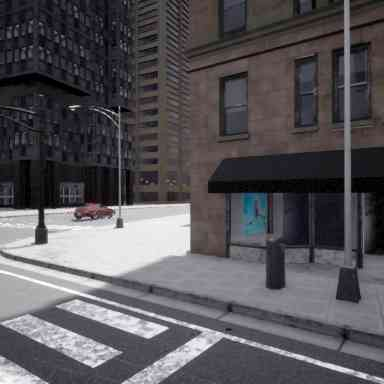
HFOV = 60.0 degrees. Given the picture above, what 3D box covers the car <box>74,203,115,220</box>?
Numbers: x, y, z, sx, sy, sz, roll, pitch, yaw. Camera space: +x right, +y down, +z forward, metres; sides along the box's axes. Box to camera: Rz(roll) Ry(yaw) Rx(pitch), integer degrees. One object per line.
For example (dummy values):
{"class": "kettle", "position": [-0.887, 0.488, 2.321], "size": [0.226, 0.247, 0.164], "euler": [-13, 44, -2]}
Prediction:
{"class": "car", "position": [-8.882, 1.765, 30.527], "size": [1.812, 1.442, 4.674], "euler": [0, -1, 18]}
